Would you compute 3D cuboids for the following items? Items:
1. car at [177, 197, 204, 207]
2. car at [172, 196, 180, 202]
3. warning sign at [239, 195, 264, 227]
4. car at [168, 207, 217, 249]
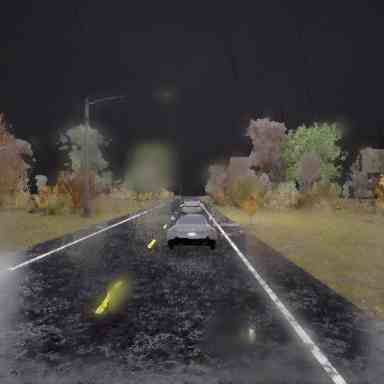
[{"bbox_3d":[0.000,1.515,29.654,2.128,1.511,4.902,0,0,0],"label":"car"},{"bbox_3d":[-3.500,1.592,75.895,1.895,1.301,4.718,0,0,0],"label":"car"},{"bbox_3d":[3.537,1.126,19.963,1.300,1.860,1.060,-1,-1,0],"label":"warning sign"},{"bbox_3d":[0.000,1.580,14.652,1.994,1.385,4.181,0,0,0],"label":"car"}]
